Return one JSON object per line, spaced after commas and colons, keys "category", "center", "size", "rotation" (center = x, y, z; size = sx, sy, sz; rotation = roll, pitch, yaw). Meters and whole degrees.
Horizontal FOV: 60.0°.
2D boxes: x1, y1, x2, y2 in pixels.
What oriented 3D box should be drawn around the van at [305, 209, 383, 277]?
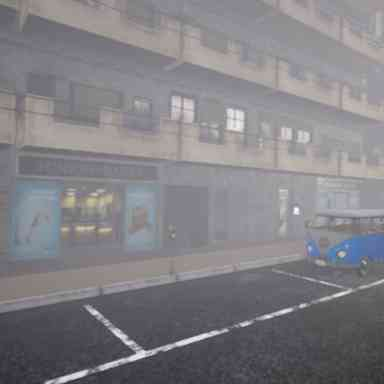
{"category": "van", "center": [5.216, 1.426, 10.273], "size": [3.998, 1.788, 1.690], "rotation": [1, 1, -36]}
